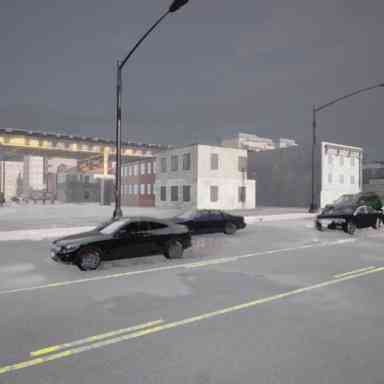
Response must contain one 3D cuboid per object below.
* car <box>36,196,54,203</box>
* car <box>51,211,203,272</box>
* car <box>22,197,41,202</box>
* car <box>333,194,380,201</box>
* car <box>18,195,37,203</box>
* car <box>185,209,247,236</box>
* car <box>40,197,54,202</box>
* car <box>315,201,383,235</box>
[{"bbox_3d":[-35.405,1.951,81.242,2.038,1.542,4.974,1,-1,-5],"label":"car"},{"bbox_3d":[-2.141,1.551,11.036,4.674,1.442,1.812,0,0,-35],"label":"car"},{"bbox_3d":[-39.181,1.760,81.229,4.536,1.218,1.853,0,-1,25],"label":"car"},{"bbox_3d":[12.357,1.181,25.431,5.566,2.045,2.150,0,0,-35],"label":"car"},{"bbox_3d":[-39.135,1.918,81.206,4.974,1.542,2.038,0,-1,25],"label":"car"},{"bbox_3d":[0.389,1.575,17.078,5.357,1.411,2.033,0,0,-35],"label":"car"},{"bbox_3d":[-35.408,1.794,81.295,1.853,1.218,4.536,1,-1,-5],"label":"car"},{"bbox_3d":[8.944,1.475,18.775,4.902,1.511,2.128,0,0,-35],"label":"car"}]
